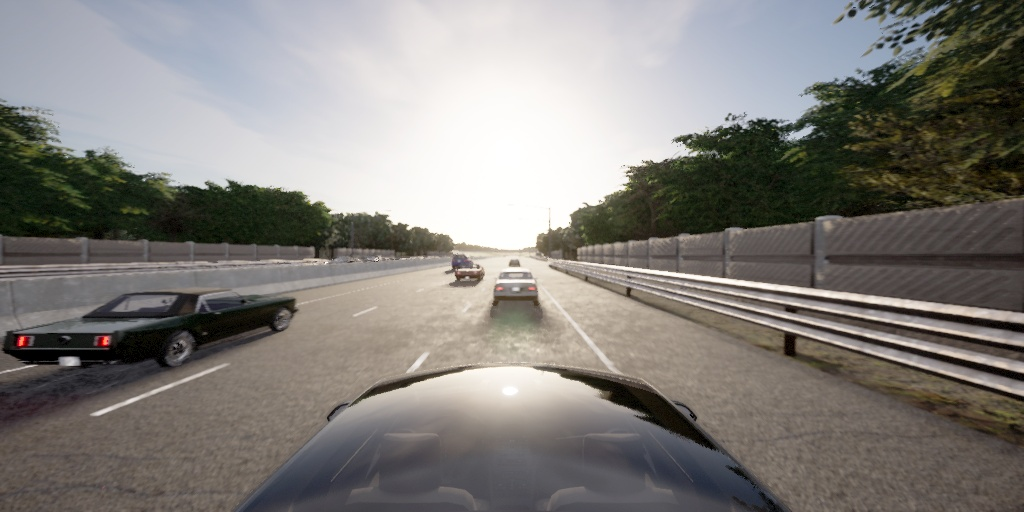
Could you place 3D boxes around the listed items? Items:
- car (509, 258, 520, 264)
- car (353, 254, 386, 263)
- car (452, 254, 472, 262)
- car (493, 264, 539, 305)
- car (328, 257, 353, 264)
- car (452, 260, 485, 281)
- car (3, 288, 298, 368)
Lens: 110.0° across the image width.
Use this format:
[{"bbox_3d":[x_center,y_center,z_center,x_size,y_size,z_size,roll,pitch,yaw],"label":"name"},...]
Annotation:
[{"bbox_3d":[0.463,1.056,63.706,1.994,1.385,4.181,0,0,0],"label":"car"},{"bbox_3d":[-17.258,0.585,44.224,2.097,1.767,4.553,0,0,0],"label":"car"},{"bbox_3d":[-6.632,0.798,47.875,2.150,2.045,5.566,0,0,0],"label":"car"},{"bbox_3d":[0.156,1.242,15.564,2.033,1.411,5.357,0,0,1],"label":"car"},{"bbox_3d":[-20.758,0.819,44.218,1.882,1.535,5.008,0,0,0],"label":"car"},{"bbox_3d":[-3.254,1.250,28.445,1.895,1.301,4.718,0,0,0],"label":"car"},{"bbox_3d":[-6.877,1.342,7.811,1.895,1.301,4.718,0,0,0],"label":"car"}]
